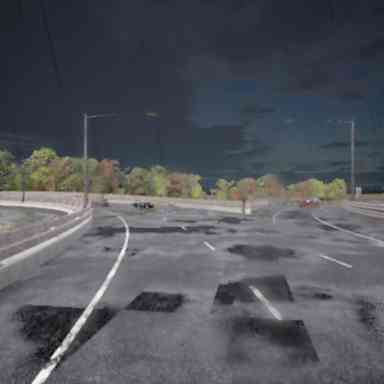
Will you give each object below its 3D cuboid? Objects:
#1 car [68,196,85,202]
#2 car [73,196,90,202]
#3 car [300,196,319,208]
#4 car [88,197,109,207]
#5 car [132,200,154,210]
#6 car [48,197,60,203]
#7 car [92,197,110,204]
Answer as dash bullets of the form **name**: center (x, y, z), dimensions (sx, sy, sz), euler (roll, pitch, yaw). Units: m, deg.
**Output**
- **car**: center (-25.682, 1.612, 73.576), dimensions (2.097, 1.767, 4.553), euler (0, 0, -45)
- **car**: center (-26.395, 1.624, 79.400), dimensions (4.674, 1.442, 1.812), euler (0, 0, 43)
- **car**: center (16.726, 1.321, 47.146), dimensions (2.097, 1.767, 4.553), euler (0, 0, 27)
- **car**: center (-14.893, 1.654, 53.283), dimensions (2.128, 1.511, 4.902), euler (0, 0, -31)
- **car**: center (-6.895, 1.705, 45.807), dimensions (1.895, 1.301, 4.718), euler (0, 0, -25)
- **car**: center (-31.189, 1.816, 74.292), dimensions (4.674, 1.442, 1.812), euler (0, 0, 43)
- **car**: center (-19.701, 1.768, 72.093), dimensions (1.994, 1.385, 4.181), euler (0, 0, -42)
